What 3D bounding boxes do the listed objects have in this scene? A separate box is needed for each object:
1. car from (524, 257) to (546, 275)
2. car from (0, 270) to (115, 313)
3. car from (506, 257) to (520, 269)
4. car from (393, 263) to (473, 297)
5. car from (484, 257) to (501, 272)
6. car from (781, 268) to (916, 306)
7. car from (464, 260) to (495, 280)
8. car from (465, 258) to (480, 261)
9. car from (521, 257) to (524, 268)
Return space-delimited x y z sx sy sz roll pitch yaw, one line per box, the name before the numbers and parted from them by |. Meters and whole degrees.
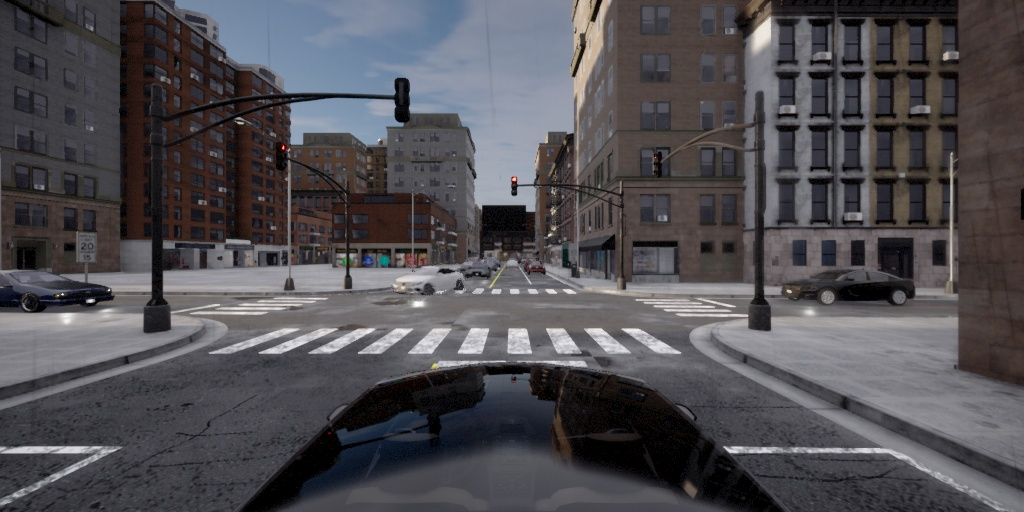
car | 2.613 1.191 39.427 1.967 1.591 4.097 0 0 0
car | -17.810 1.216 12.894 5.357 1.411 2.033 0 0 0
car | 0.062 1.280 58.389 1.812 1.442 4.674 0 -1 0
car | -4.245 1.272 19.229 1.812 1.442 4.674 1 0 24
car | -2.867 1.244 46.566 2.128 1.511 4.902 0 0 0
car | 14.763 1.310 15.905 5.008 1.535 1.882 0 0 -1
car | -2.868 1.313 31.445 1.994 1.385 4.181 0 0 0
car | -5.416 1.302 45.084 2.007 1.370 4.403 0 0 0
car | 2.609 1.066 45.089 2.192 1.841 5.009 0 0 0
